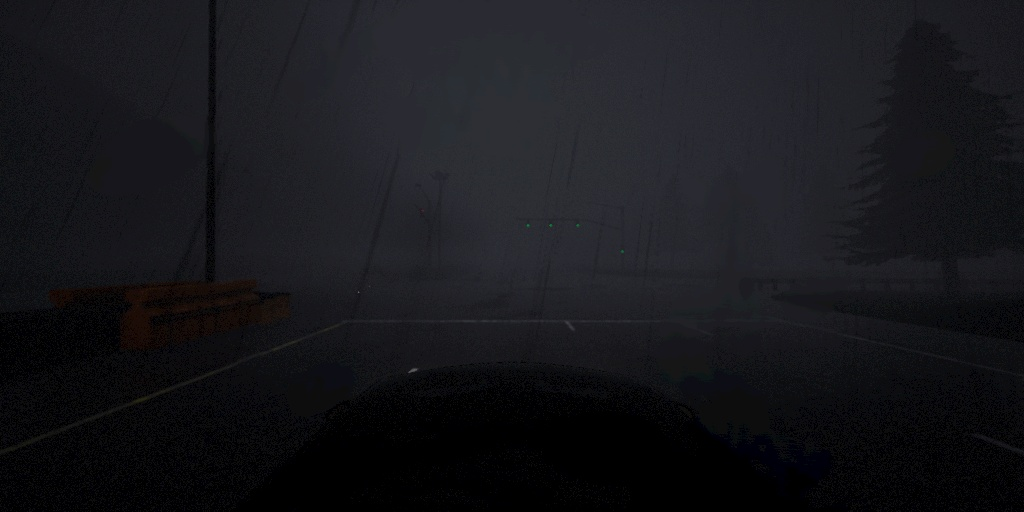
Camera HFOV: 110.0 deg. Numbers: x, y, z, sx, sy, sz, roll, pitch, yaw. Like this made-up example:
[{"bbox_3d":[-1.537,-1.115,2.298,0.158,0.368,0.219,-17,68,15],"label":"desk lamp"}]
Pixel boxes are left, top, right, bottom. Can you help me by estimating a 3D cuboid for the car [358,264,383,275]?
[{"bbox_3d":[-17.557,1.682,44.792,1.812,1.442,4.674,0,0,0],"label":"car"}]
